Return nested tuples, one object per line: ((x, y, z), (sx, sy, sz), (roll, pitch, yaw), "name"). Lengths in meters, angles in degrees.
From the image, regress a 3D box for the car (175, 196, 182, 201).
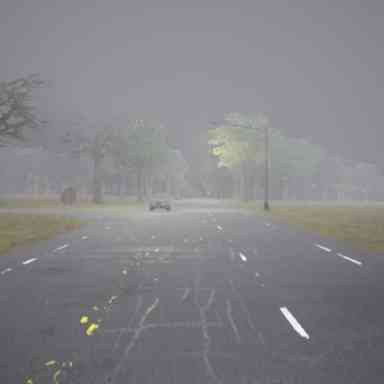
((-3.560, 1.688, 86.222), (1.895, 1.301, 4.718), (0, 0, 1), "car")

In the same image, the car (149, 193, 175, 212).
((-3.487, 1.176, 37.528), (2.150, 2.045, 5.566), (1, -1, 0), "car")
